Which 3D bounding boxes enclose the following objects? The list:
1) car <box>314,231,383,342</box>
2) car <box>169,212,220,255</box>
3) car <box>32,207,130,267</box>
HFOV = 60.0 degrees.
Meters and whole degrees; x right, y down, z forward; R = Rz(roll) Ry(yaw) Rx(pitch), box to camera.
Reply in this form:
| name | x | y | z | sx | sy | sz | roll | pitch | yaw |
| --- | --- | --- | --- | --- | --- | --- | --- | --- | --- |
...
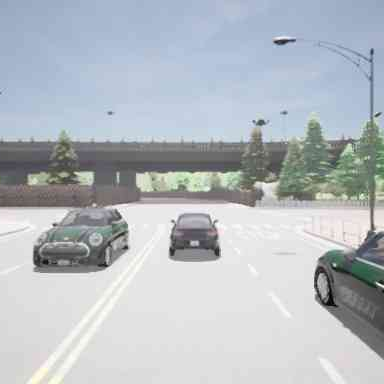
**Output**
| name | x | y | z | sx | sy | sz | roll | pitch | yaw |
| --- | --- | --- | --- | --- | --- | --- | --- | --- | --- |
| car | 3.602 | 1.354 | 5.131 | 2.097 | 1.767 | 4.553 | 0 | 0 | 0 |
| car | 0.094 | 1.530 | 13.269 | 1.812 | 1.442 | 4.674 | 0 | 0 | 0 |
| car | -3.525 | 1.355 | 11.398 | 2.097 | 1.767 | 4.553 | 0 | 0 | 1 |
